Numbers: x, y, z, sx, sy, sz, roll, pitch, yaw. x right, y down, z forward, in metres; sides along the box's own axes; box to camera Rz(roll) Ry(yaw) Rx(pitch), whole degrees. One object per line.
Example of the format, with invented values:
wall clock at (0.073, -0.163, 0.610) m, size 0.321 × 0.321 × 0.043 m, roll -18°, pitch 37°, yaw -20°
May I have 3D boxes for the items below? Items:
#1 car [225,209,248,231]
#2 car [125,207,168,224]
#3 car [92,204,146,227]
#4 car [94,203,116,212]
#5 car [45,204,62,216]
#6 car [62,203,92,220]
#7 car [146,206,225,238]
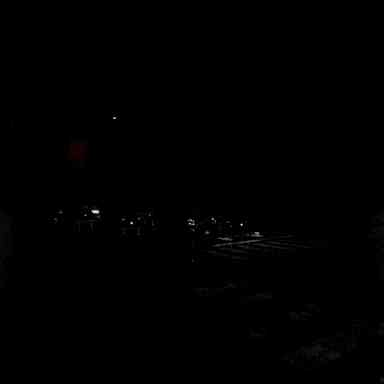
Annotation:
car at (1.591, 1.801, 22.261) m, size 1.837 × 1.490 × 4.892 m, roll 0°, pitch -1°, yaw -36°
car at (-4.242, 2.082, 30.250) m, size 1.895 × 1.301 × 4.718 m, roll 0°, pitch -1°, yaw -36°
car at (-6.091, 2.009, 27.277) m, size 2.033 × 1.411 × 5.357 m, roll 0°, pitch -1°, yaw -35°
car at (-14.690, 2.584, 55.911) m, size 1.895 × 1.301 × 4.718 m, roll 0°, pitch -1°, yaw -36°
car at (-17.763, 2.331, 43.322) m, size 2.128 × 1.511 × 4.902 m, roll 0°, pitch -1°, yaw -36°
car at (-11.931, 2.214, 35.286) m, size 1.994 × 1.385 × 4.181 m, roll 0°, pitch -1°, yaw -36°
car at (-0.510, 1.636, 19.625) m, size 2.097 × 1.767 × 4.553 m, roll 0°, pitch -1°, yaw -36°
